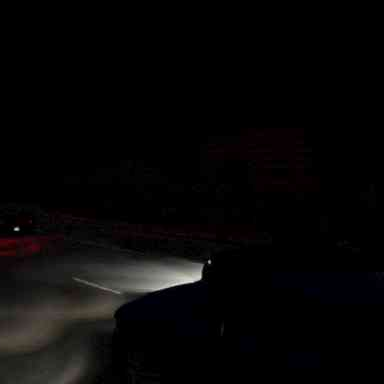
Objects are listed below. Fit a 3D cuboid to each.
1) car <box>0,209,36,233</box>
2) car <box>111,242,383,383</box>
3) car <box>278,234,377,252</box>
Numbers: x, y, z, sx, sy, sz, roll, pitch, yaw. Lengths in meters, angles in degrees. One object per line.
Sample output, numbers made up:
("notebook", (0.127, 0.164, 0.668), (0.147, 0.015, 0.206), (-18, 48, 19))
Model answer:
("car", (-10.573, 1.629, 18.960), (1.895, 1.301, 4.718), (0, 0, -41))
("car", (1.328, 1.489, 3.199), (5.008, 1.535, 1.882), (0, 0, 36))
("car", (2.253, 1.587, 6.886), (4.181, 1.385, 1.994), (0, 0, 37))
